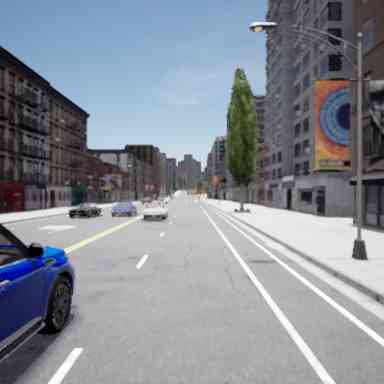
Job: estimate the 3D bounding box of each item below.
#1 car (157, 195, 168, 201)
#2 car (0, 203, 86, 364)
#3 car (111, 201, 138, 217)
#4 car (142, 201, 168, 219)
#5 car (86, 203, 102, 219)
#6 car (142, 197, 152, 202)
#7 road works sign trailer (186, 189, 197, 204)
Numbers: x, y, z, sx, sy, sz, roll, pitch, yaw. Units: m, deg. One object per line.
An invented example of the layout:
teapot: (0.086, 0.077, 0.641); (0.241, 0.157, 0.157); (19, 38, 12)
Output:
car: (-6.531, 1.703, 74.315); (2.150, 2.045, 5.566); (0, -1, 0)
car: (-3.152, 1.229, 3.586); (2.150, 2.045, 5.566); (0, 0, 0)
car: (-6.608, 1.667, 32.770); (1.812, 1.442, 4.674); (0, 0, 0)
car: (-3.164, 1.726, 29.837); (1.895, 1.301, 4.718); (0, 0, 0)
car: (-9.860, 1.732, 30.934); (1.895, 1.301, 4.718); (0, 0, 0)
car: (-9.780, 1.854, 72.462); (1.882, 1.535, 5.008); (0, -1, 0)
road works sign trailer: (-0.008, 1.030, 76.209); (2.380, 3.560, 2.880); (0, -1, 3)
